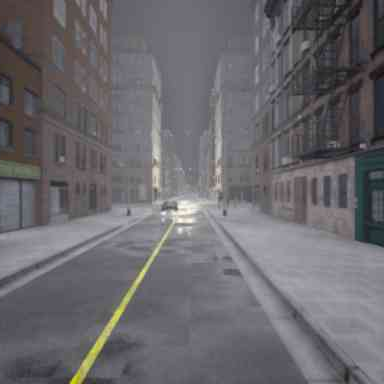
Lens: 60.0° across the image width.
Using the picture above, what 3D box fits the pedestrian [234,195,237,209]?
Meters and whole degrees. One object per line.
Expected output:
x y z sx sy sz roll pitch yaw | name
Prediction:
5.510 1.266 42.309 0.375 1.860 0.375 0 0 0 | pedestrian

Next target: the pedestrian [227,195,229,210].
4.510 1.263 41.709 0.375 1.860 0.375 0 0 0 | pedestrian

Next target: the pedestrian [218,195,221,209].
3.510 1.267 42.909 0.375 1.860 0.375 0 0 0 | pedestrian

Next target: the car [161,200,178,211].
-2.751 1.690 41.750 1.994 1.385 4.181 0 0 0 | car
